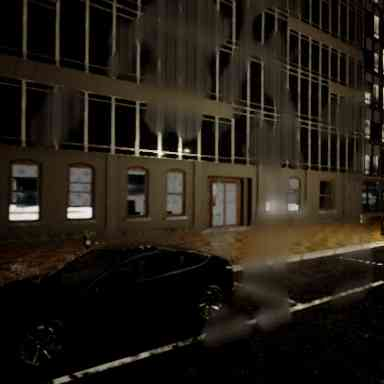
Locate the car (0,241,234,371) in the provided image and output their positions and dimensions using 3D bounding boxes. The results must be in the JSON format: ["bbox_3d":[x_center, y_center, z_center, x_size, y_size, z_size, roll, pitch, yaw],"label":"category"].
[{"bbox_3d":[-1.183,1.586,5.711,4.313,1.339,1.947,1,0,-35],"label":"car"}]
